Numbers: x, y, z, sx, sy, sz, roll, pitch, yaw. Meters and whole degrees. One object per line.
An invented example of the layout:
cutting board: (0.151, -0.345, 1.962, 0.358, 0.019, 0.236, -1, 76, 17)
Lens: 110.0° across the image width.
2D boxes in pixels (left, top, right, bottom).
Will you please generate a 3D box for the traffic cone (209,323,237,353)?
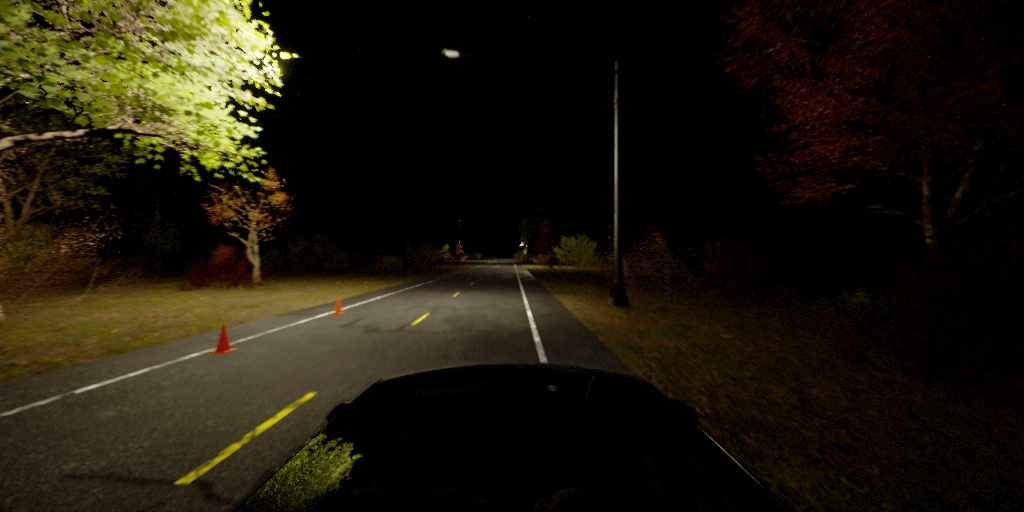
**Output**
traffic cone: (-6.048, 1.706, 7.518, 0.340, 0.580, 0.340, 0, 0, 0)

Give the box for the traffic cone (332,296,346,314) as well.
traffic cone: (-6.044, 1.709, 12.518, 0.340, 0.580, 0.340, 0, 0, 0)
